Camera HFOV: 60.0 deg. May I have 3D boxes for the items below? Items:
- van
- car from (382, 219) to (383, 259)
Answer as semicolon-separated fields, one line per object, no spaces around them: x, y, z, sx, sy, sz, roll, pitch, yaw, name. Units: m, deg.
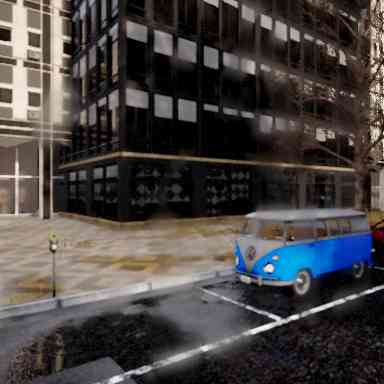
2.852;1.339;8.328;3.998;1.788;1.690;0;0;-36;van
7.351;1.539;11.571;4.507;1.381;1.887;0;0;-36;car
